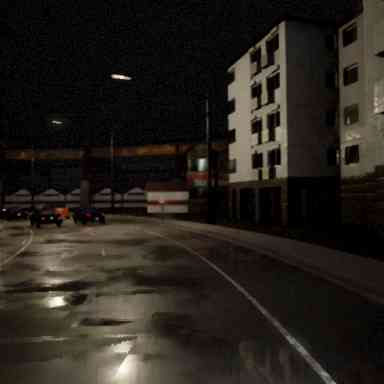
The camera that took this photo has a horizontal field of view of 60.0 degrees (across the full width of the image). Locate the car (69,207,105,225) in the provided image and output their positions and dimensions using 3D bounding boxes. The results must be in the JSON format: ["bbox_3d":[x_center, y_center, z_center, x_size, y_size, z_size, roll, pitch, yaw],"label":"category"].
[{"bbox_3d":[-8.937,2.029,28.860,1.812,1.442,4.674,0,-1,-33],"label":"car"}]

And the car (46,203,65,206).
[{"bbox_3d":[-15.368,2.038,36.612,4.553,1.767,2.097,-2,-1,44],"label":"car"}]

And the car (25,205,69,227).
[{"bbox_3d":[-12.031,2.068,27.332,2.033,1.411,5.357,0,-1,-34],"label":"car"}]

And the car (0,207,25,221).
[{"bbox_3d":[-19.092,2.278,35.269,4.181,1.385,1.994,-1,-1,43],"label":"car"}]
